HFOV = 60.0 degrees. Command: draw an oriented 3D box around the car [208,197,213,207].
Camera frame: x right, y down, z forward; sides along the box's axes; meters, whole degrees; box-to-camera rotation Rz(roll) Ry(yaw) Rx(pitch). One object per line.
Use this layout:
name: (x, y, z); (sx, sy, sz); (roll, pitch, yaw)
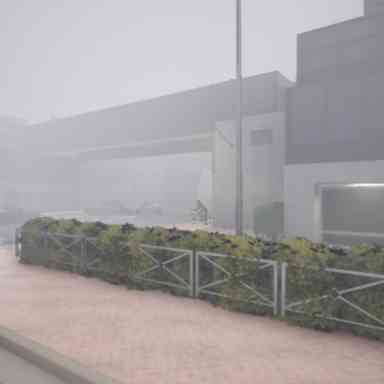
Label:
car: (4.701, 1.305, 53.157); (2.150, 2.045, 5.566); (0, 0, 36)

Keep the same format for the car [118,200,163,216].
car: (-4.927, 1.594, 33.827); (1.812, 1.442, 4.674); (0, 0, 36)

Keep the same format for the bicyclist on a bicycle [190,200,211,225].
bicyclist on a bicycle: (0.521, 1.339, 21.708); (1.656, 1.620, 0.582); (0, 0, 36)

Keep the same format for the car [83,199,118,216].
car: (-8.846, 1.556, 34.365); (1.882, 1.535, 5.008); (0, 0, 36)

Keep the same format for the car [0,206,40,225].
car: (-12.993, 1.669, 22.551); (1.895, 1.301, 4.718); (0, 0, 36)
